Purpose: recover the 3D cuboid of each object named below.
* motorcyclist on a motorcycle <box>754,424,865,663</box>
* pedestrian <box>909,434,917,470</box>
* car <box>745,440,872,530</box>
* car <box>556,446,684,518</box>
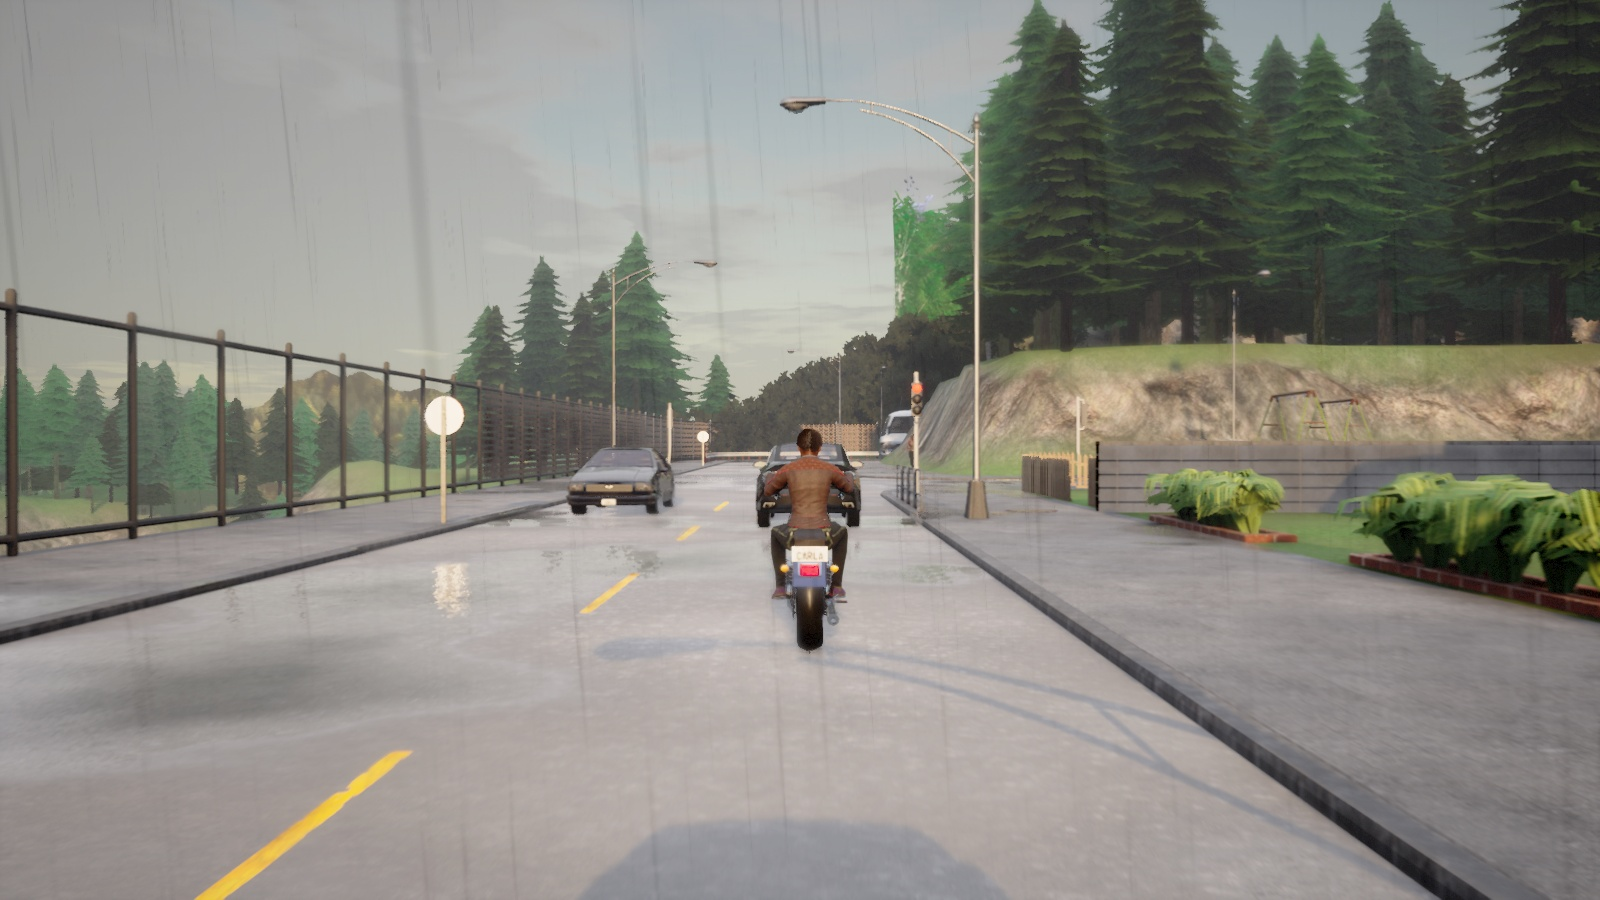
[{"bbox_3d":[0.073,0.641,9.837,0.766,1.649,2.350,0,0,0],"label":"motorcyclist on a motorcycle"},{"bbox_3d":[5.662,0.107,62.863,0.328,1.805,0.869,0,0,0],"label":"pedestrian"},{"bbox_3d":[0.154,0.571,23.438,2.128,1.511,4.902,0,0,0],"label":"car"},{"bbox_3d":[-3.830,0.635,27.655,2.033,1.411,5.357,0,0,0],"label":"car"}]
